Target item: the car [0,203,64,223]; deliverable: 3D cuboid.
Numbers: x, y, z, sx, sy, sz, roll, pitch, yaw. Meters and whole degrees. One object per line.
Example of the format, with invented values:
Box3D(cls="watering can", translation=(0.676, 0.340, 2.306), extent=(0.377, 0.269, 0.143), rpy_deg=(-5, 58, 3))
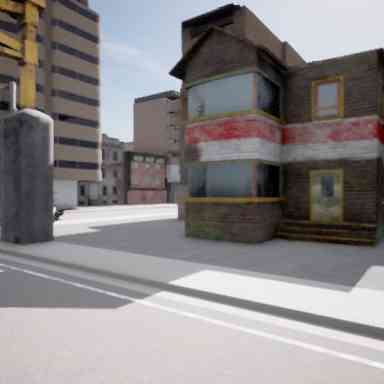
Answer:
Box3D(cls="car", translation=(-11.635, 1.406, 24.147), extent=(2.038, 1.542, 4.974), rpy_deg=(0, 0, 15))
